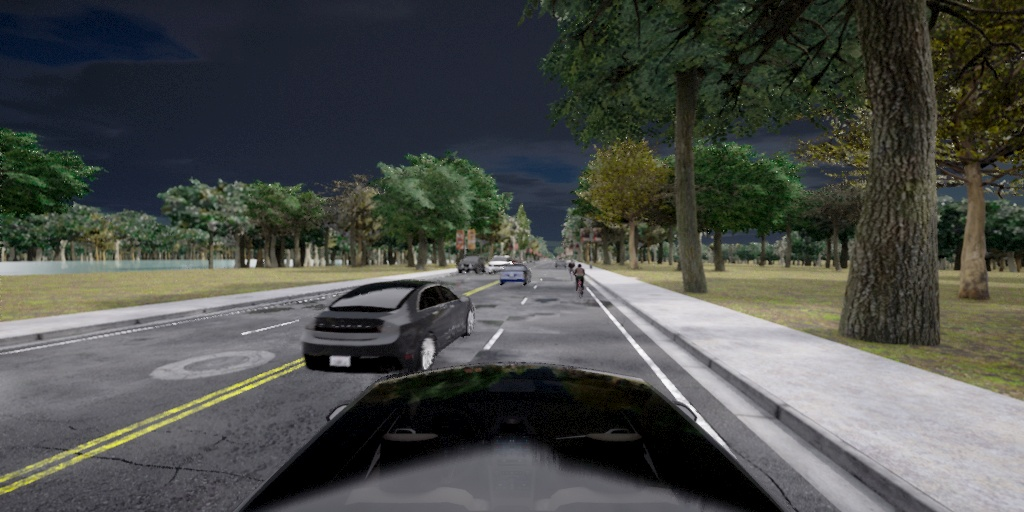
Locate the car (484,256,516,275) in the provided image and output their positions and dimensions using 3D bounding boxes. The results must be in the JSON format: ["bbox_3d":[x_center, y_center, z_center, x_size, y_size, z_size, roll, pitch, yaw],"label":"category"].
[{"bbox_3d":[-1.238,1.003,40.070,2.150,2.045,5.566,0,0,8],"label":"car"}]

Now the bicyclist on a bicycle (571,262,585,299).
[{"bbox_3d":[3.251,1.214,17.180,0.582,1.620,1.656,0,0,8],"label":"bicyclist on a bicycle"}]

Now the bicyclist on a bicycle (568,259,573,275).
[{"bbox_3d":[4.830,1.139,28.970,0.659,1.776,1.843,0,0,8],"label":"bicyclist on a bicycle"}]

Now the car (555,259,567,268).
[{"bbox_3d":[8.485,1.295,62.212,2.128,1.511,4.902,0,-1,8],"label":"car"}]

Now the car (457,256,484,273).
[{"bbox_3d":[-4.458,1.006,40.508,2.150,2.045,5.566,0,0,8],"label":"car"}]

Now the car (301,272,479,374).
[{"bbox_3d":[-2.123,1.261,7.500,1.837,1.490,4.892,0,0,8],"label":"car"}]

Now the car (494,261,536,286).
[{"bbox_3d":[0.337,1.317,25.872,2.033,1.411,5.357,0,0,8],"label":"car"}]
